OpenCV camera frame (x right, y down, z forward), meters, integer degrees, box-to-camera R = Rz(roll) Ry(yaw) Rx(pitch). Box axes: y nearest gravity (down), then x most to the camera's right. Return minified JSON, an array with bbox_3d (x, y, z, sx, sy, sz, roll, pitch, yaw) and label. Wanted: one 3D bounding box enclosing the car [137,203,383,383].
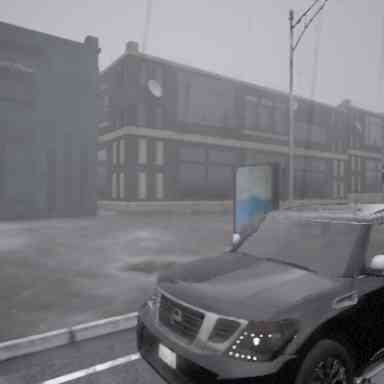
[{"bbox_3d":[2.009,1.220,4.813,5.566,2.045,2.150,0,0,-36],"label":"car"}]
